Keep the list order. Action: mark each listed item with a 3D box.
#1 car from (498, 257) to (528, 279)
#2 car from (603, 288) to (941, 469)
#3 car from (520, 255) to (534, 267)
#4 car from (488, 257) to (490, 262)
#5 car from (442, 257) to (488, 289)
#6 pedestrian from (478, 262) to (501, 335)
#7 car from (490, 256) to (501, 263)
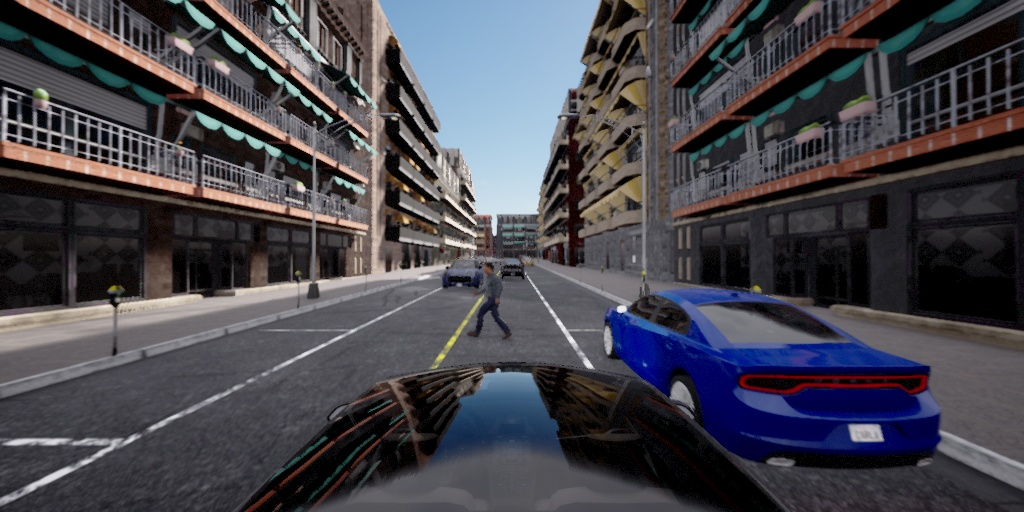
[{"bbox_3d":[0.080,1.077,29.332,1.837,1.490,4.892,0,1,0],"label":"car"},{"bbox_3d":[2.750,1.205,5.261,1.882,1.535,5.008,0,0,0],"label":"car"},{"bbox_3d":[2.565,0.929,56.795,1.751,1.417,4.829,0,0,0],"label":"car"},{"bbox_3d":[-5.316,0.814,62.159,1.967,1.591,4.097,0,0,0],"label":"car"},{"bbox_3d":[-2.849,0.971,21.637,2.097,1.767,4.553,0,0,0],"label":"car"},{"bbox_3d":[-0.519,1.000,8.277,0.375,1.860,0.375,1,0,0],"label":"pedestrian"},{"bbox_3d":[-2.751,0.683,62.893,1.895,1.301,4.718,0,0,0],"label":"car"}]
